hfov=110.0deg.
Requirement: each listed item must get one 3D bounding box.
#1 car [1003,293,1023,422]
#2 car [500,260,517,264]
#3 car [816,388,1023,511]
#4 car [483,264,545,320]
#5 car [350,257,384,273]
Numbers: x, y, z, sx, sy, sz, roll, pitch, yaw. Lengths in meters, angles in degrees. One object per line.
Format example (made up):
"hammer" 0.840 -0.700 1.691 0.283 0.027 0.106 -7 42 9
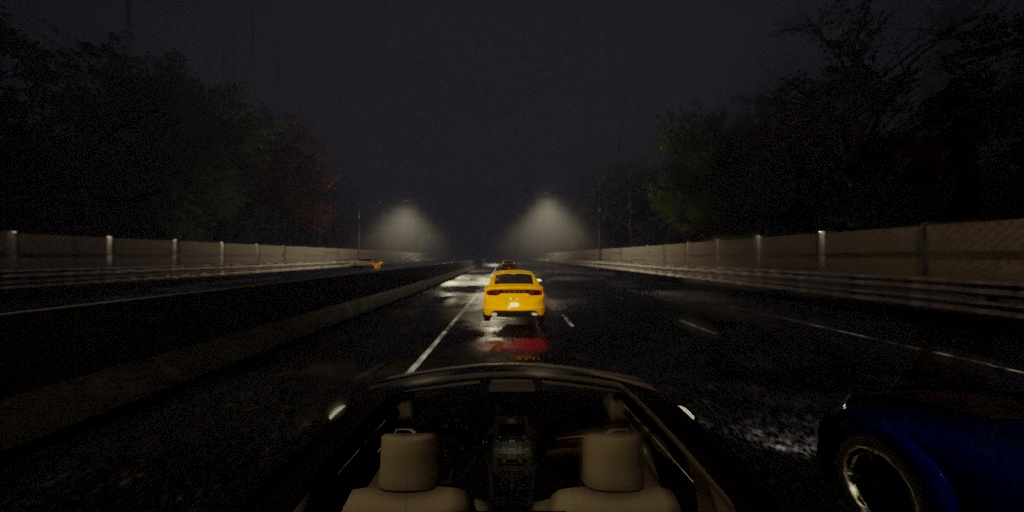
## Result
"car" 7.092 1.226 1.987 1.882 1.535 5.008 0 0 0
"car" -0.398 1.245 43.519 1.882 1.535 5.008 0 0 -1
"car" 3.592 1.313 1.311 1.994 1.385 4.181 0 0 0
"car" 0.058 1.232 12.680 1.882 1.535 5.008 0 0 0
"car" -14.325 0.856 35.684 1.882 1.535 5.008 0 0 -1
